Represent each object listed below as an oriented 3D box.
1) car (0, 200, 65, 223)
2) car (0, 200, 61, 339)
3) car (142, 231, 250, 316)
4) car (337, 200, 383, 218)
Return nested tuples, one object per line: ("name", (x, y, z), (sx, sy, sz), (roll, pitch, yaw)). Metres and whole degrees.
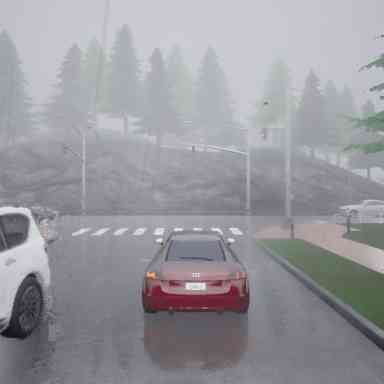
("car", (-11.787, 1.328, 23.356), (4.902, 1.511, 2.128), (0, 0, 3))
("car", (-3.581, 1.221, 3.660), (2.150, 2.045, 5.566), (0, 0, 0))
("car", (0.078, 1.564, 7.625), (1.994, 1.385, 4.181), (0, 0, 0))
("car", (14.352, 1.363, 27.158), (4.674, 1.442, 1.812), (0, 0, 0))
